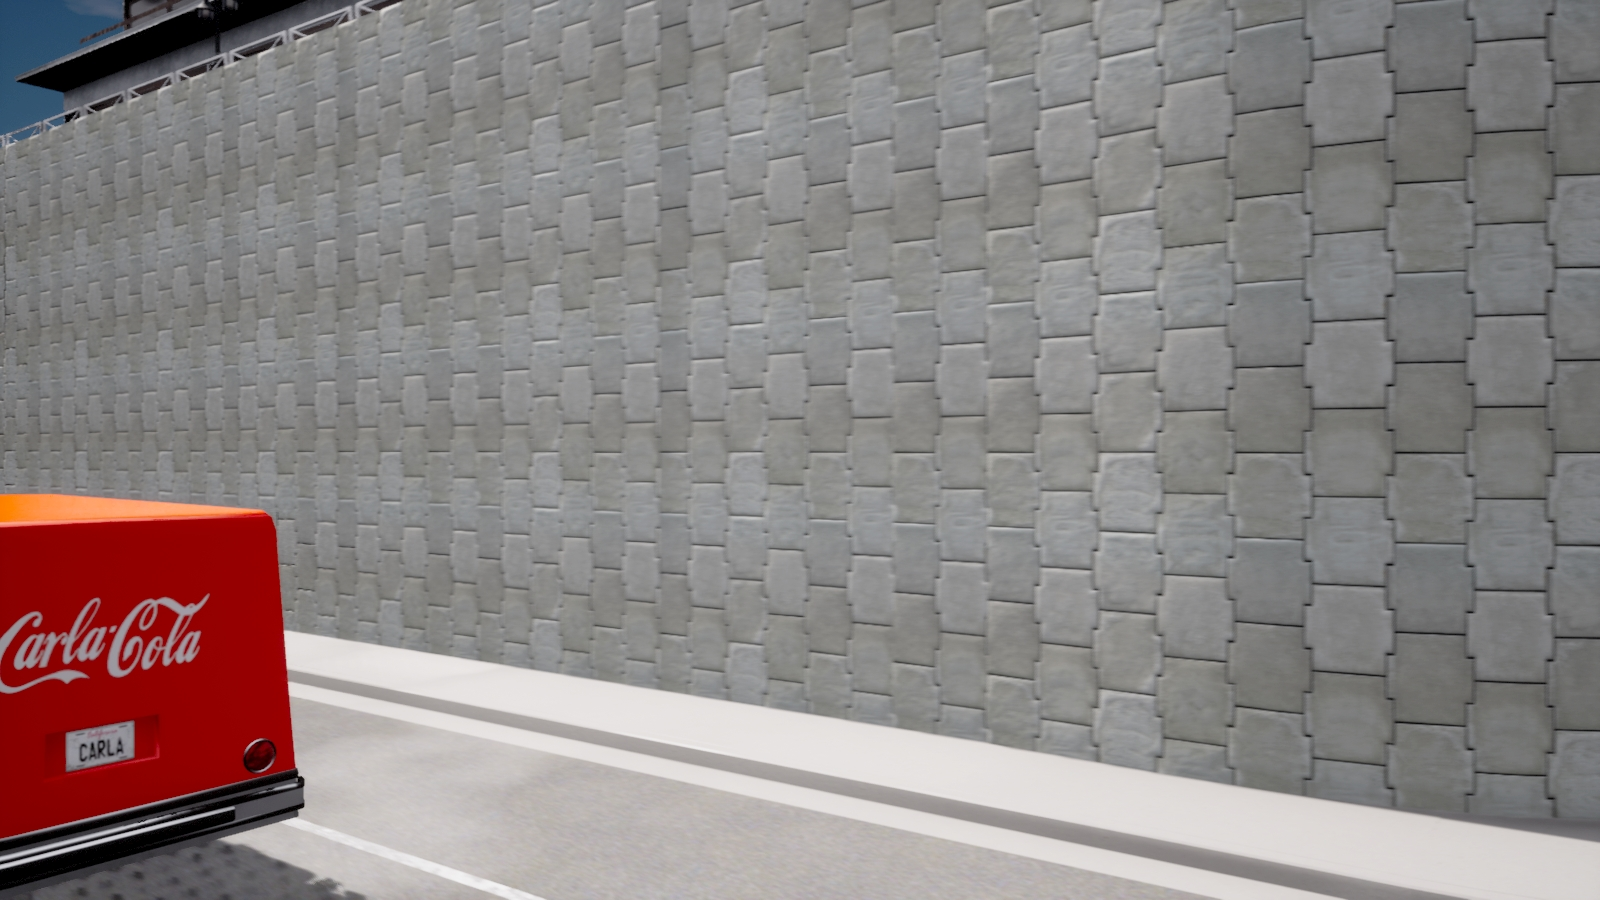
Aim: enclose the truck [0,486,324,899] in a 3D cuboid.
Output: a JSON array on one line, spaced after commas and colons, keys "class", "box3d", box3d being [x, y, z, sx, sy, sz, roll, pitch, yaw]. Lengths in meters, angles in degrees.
[{"class": "truck", "box3d": [-5.999, 1.568, 7.947, 5.204, 2.467, 2.627, 0, 0, 36]}]
